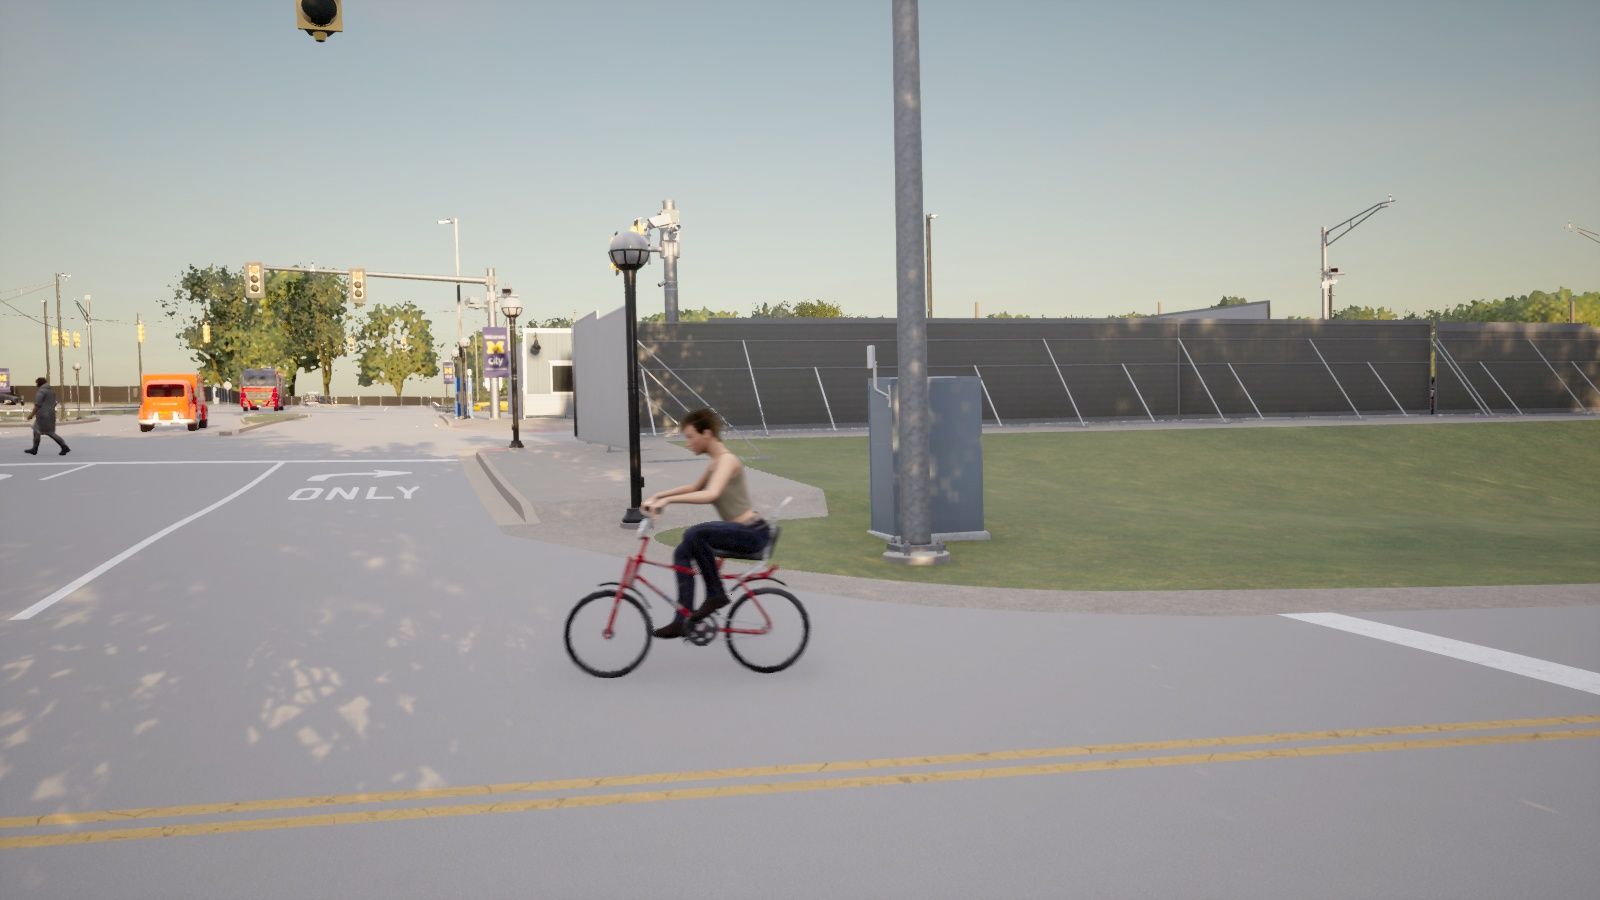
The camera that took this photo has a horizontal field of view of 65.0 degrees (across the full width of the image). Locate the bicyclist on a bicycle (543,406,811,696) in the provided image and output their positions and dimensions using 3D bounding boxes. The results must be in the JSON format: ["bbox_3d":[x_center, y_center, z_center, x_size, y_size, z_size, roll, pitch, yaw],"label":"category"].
[{"bbox_3d":[-0.753,0.555,7.519,1.509,1.612,0.866,0,1,-10],"label":"bicyclist on a bicycle"}]

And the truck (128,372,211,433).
[{"bbox_3d":[-27.255,-2.133,54.478,2.627,2.467,5.204,-2,4,-21],"label":"truck"}]

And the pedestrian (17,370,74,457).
[{"bbox_3d":[-17.393,-0.842,28.950,0.873,1.952,0.659,-2,2,-10],"label":"pedestrian"}]
